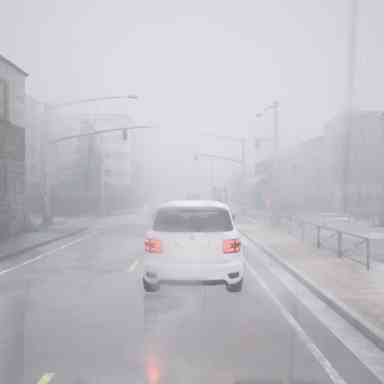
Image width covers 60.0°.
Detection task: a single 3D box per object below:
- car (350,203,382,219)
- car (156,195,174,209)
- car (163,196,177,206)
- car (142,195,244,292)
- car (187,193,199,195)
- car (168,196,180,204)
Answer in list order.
[{"bbox_3d":[16.658,1.740,30.232,4.181,1.385,1.994,0,0,0],"label":"car"},{"bbox_3d":[-3.687,1.352,46.563,2.097,1.767,4.553,0,0,0],"label":"car"},{"bbox_3d":[-3.692,1.491,56.944,2.128,1.511,4.902,0,0,0],"label":"car"},{"bbox_3d":[0.036,1.221,9.050,2.150,2.045,5.566,0,0,1],"label":"car"},{"bbox_3d":[0.080,1.220,47.150,2.150,2.045,5.566,0,0,-1],"label":"car"},{"bbox_3d":[-3.643,1.547,67.582,2.033,1.411,5.357,0,0,0],"label":"car"}]
